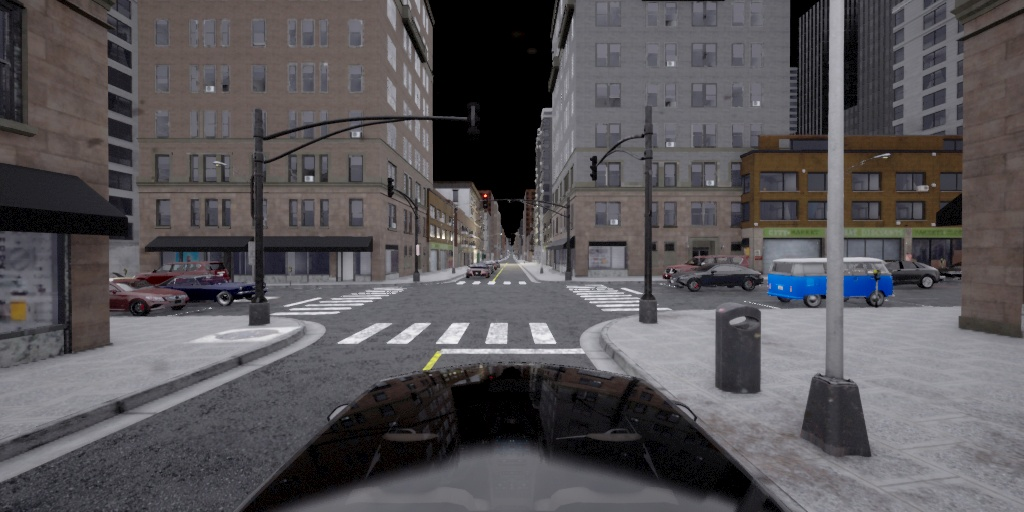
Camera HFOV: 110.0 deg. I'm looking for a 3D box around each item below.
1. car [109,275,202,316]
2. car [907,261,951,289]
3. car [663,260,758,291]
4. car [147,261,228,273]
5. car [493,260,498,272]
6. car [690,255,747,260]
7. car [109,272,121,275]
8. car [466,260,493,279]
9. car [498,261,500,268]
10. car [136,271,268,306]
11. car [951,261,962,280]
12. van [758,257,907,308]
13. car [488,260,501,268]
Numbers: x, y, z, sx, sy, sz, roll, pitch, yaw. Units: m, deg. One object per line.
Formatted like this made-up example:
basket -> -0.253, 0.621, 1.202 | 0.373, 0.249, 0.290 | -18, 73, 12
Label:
car -> -14.817, 1.527, 13.666 | 4.207, 1.307, 1.802 | 0, 0, 0
car -> 20.289, 0.980, 19.608 | 4.892, 1.490, 1.837 | -1, 0, 0
car -> 11.103, 1.113, 19.603 | 4.674, 1.442, 1.812 | -1, 0, 1
car -> -20.343, 1.270, 22.178 | 5.009, 1.841, 2.192 | 0, 0, 0
car -> -3.089, 1.254, 42.496 | 2.128, 1.511, 4.902 | 0, 0, 0
car -> 12.098, 0.871, 22.255 | 5.009, 1.841, 2.192 | 0, 0, 0
car -> -26.017, 1.550, 22.165 | 4.829, 1.417, 1.751 | 0, 0, 0
car -> -3.048, 1.317, 32.895 | 1.994, 1.385, 4.181 | 0, 0, -1
car -> -3.077, 1.299, 51.724 | 1.812, 1.442, 4.674 | 0, 0, 0
car -> -13.953, 1.517, 16.330 | 4.718, 1.301, 1.895 | -1, 0, 0
car -> 28.926, 0.915, 22.295 | 4.313, 1.339, 1.948 | 0, 0, 0
van -> 12.119, 0.957, 13.729 | 3.998, 1.789, 1.690 | 0, 0, 0
car -> -3.051, 1.353, 61.770 | 1.994, 1.385, 4.181 | 0, 0, 1
